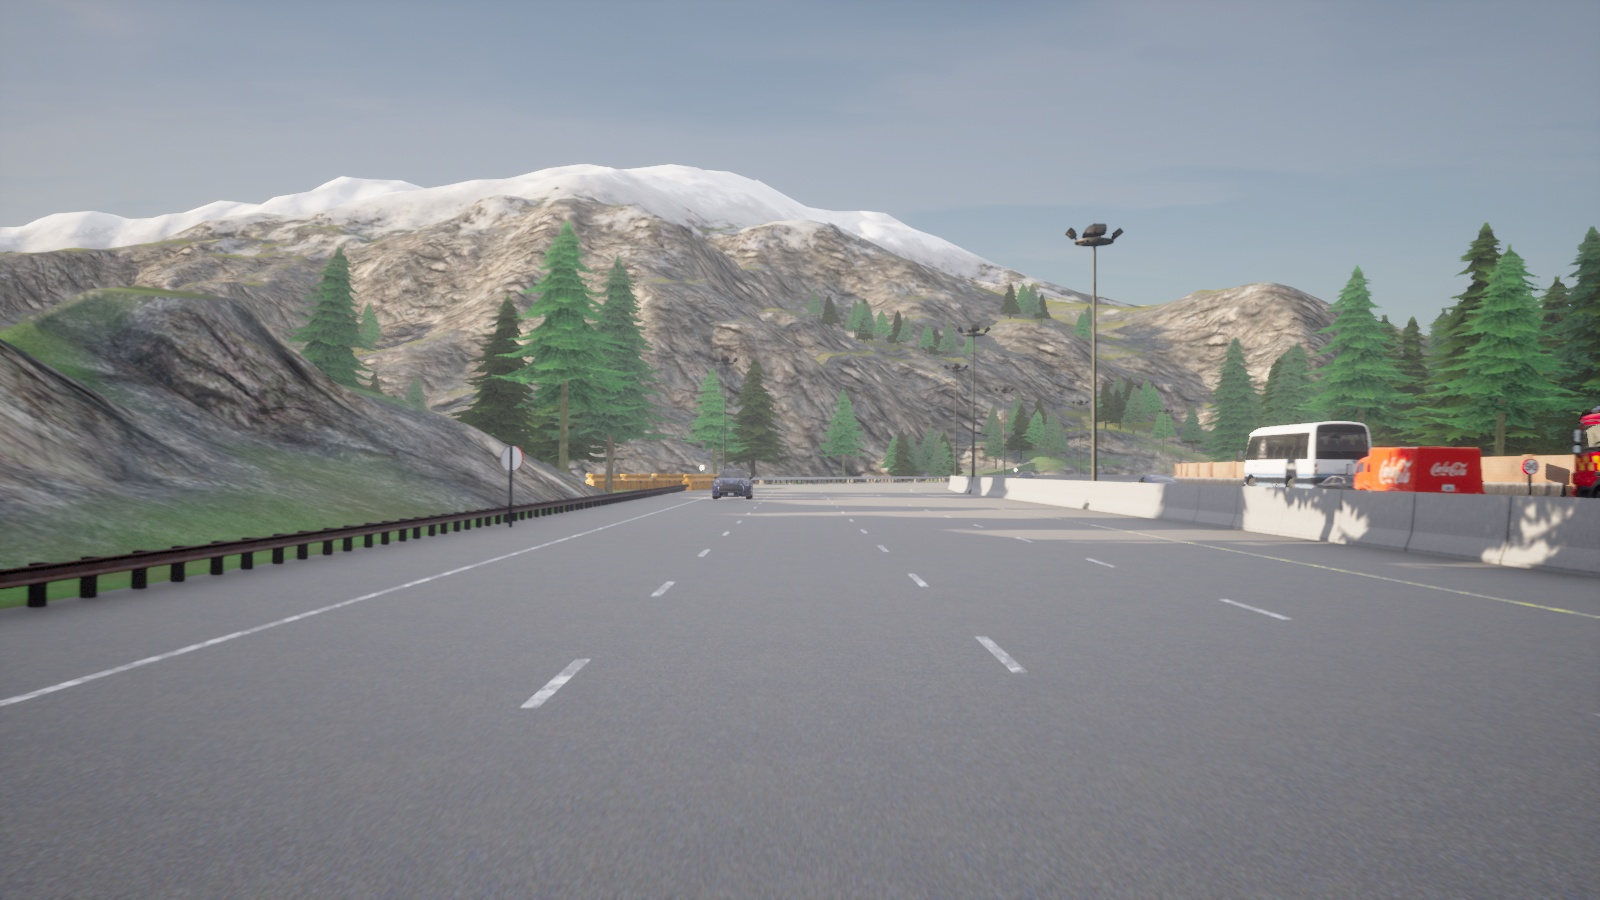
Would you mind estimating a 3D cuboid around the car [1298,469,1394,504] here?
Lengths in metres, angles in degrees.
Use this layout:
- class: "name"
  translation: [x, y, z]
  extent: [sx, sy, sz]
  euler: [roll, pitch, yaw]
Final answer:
- class: "car"
  translation: [24.364, 1.614, 56.215]
  extent: [2.128, 1.511, 4.902]
  euler: [0, -1, 0]

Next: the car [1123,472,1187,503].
- class: "car"
  translation: [17.351, 1.802, 61.619]
  extent: [1.812, 1.442, 4.674]
  euler: [0, -1, 0]

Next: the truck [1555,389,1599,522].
- class: "truck"
  translation: [24.413, 0.120, 33.889]
  extent: [2.891, 3.827, 8.468]
  euler: [0, -1, 0]

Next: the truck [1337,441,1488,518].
- class: "truck"
  translation: [20.894, 0.972, 43.170]
  extent: [2.627, 2.467, 5.204]
  euler: [0, -1, 0]

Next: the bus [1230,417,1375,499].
- class: "bus"
  translation: [27.863, 0.505, 70.403]
  extent: [3.944, 4.253, 10.273]
  euler: [0, -1, 0]

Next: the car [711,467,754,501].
- class: "car"
  translation: [-3.668, 1.845, 69.102]
  extent: [2.097, 1.767, 4.553]
  euler: [0, -1, 0]
